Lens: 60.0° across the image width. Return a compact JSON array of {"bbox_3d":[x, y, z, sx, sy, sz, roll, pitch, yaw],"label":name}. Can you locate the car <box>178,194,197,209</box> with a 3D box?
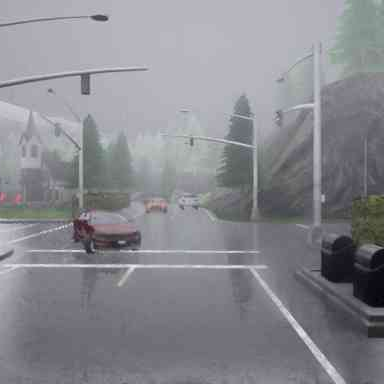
[{"bbox_3d":[-0.655,1.221,45.388,2.150,2.045,5.566,0,0,-8],"label":"car"}]

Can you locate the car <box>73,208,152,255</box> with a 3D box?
[{"bbox_3d":[-3.607,1.478,13.751,1.882,1.535,5.008,3,-1,-29],"label":"car"}]

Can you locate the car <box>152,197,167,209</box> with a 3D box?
[{"bbox_3d":[-4.592,1.505,46.148,1.837,1.490,4.892,0,0,-9],"label":"car"}]

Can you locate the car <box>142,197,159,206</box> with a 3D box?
[{"bbox_3d":[-6.969,1.564,55.778,1.994,1.385,4.181,0,0,-19],"label":"car"}]

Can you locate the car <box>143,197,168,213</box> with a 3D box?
[{"bbox_3d":[-3.781,1.352,36.339,2.097,1.767,4.553,0,0,-2],"label":"car"}]
